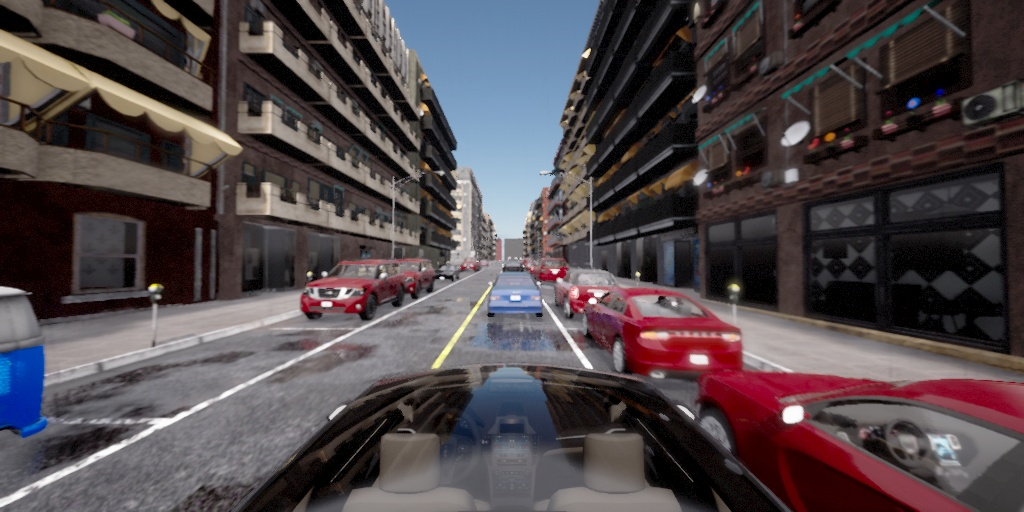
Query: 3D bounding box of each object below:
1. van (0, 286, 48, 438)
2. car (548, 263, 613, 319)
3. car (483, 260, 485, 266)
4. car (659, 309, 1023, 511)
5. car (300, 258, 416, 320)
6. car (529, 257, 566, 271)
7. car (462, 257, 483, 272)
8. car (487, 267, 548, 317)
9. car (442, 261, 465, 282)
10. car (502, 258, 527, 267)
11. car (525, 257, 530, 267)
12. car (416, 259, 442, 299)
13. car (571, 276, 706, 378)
[{"bbox_3d":[-5.314,1.091,1.711,1.690,1.789,3.998,0,0,0],"label":"van"},{"bbox_3d":[2.577,1.184,12.711,1.967,1.591,4.097,0,0,0],"label":"car"},{"bbox_3d":[-5.310,1.315,51.484,1.888,1.381,4.507,0,0,0],"label":"car"},{"bbox_3d":[2.569,1.295,1.649,1.888,1.381,4.507,0,0,0],"label":"car"},{"bbox_3d":[-5.313,1.058,12.772,2.192,1.841,5.009,0,0,0],"label":"car"},{"bbox_3d":[2.536,1.057,23.772,2.192,1.841,5.009,0,0,0],"label":"car"},{"bbox_3d":[-5.310,1.075,45.952,2.192,1.841,5.009,0,0,0],"label":"car"},{"bbox_3d":[0.102,1.291,13.173,2.033,1.411,5.357,0,0,0],"label":"car"},{"bbox_3d":[-5.311,1.309,29.364,1.948,1.339,4.313,0,0,0],"label":"car"},{"bbox_3d":[0.104,1.223,31.861,1.882,1.535,5.008,0,0,0],"label":"car"},{"bbox_3d":[2.537,1.188,34.835,1.967,1.591,4.097,0,0,0],"label":"car"},{"bbox_3d":[-5.312,1.057,18.301,2.192,1.841,5.009,0,0,0],"label":"car"},{"bbox_3d":[2.569,1.291,7.179,1.888,1.381,4.507,0,0,0],"label":"car"}]
